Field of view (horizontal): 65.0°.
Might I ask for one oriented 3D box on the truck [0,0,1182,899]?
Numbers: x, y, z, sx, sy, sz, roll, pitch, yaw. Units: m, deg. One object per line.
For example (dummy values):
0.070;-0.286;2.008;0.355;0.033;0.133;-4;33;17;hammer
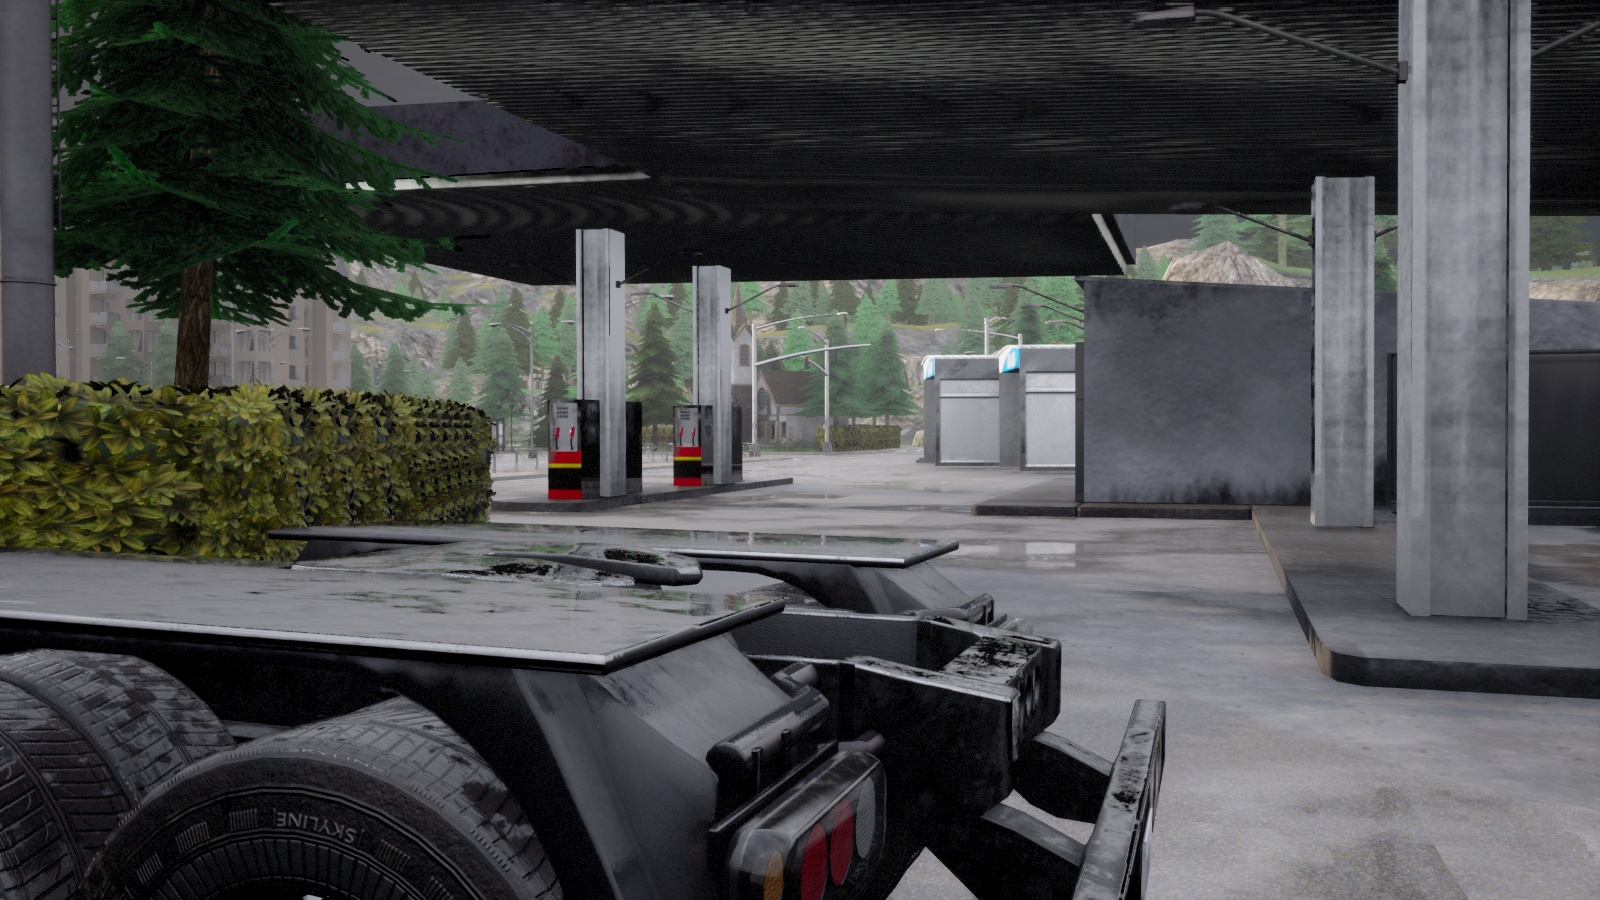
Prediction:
-2.955;-0.168;4.152;7.936;3.462;2.891;1;0;18;truck
